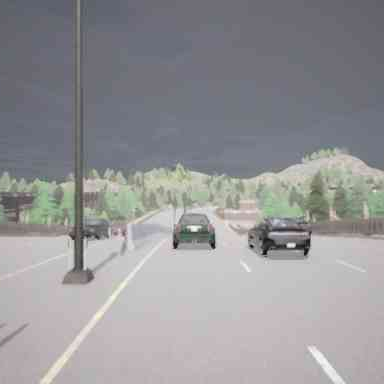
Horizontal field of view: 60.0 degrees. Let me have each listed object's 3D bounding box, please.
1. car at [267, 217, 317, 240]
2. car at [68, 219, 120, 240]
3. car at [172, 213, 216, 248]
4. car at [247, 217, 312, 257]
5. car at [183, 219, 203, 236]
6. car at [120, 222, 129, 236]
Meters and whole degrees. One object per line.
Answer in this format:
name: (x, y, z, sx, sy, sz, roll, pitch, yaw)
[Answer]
car: (7.113, 2.597, 24.192, 2.128, 1.511, 4.902, 0, -6, 0)
car: (-7.044, 2.630, 23.915, 2.033, 1.411, 5.357, 0, -5, 0)
car: (0.109, 1.925, 17.754, 2.097, 1.767, 4.553, 0, -4, 0)
car: (3.607, 1.862, 14.504, 2.128, 1.511, 4.902, 0, -3, 0)
car: (0.120, 3.940, 36.714, 2.097, 1.767, 4.553, 0, -7, 0)
car: (-10.475, 5.396, 49.043, 2.150, 2.045, 5.566, 0, -7, 0)
